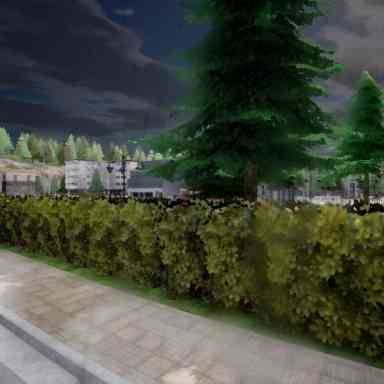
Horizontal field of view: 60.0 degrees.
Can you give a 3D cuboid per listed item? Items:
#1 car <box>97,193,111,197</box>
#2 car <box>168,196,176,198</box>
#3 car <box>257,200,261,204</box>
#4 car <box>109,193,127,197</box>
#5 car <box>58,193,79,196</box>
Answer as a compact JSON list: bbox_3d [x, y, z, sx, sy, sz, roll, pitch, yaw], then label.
[{"bbox_3d":[-16.705,1.097,68.962,1.932,1.855,4.605,0,0,43],"label":"car"},{"bbox_3d":[-3.312,1.374,56.078,1.845,1.501,3.633,0,0,43],"label":"car"},{"bbox_3d":[9.633,1.352,44.218,2.097,1.767,4.553,0,0,43],"label":"car"},{"bbox_3d":[-10.580,1.384,52.743,1.970,1.475,3.806,0,0,43],"label":"car"},{"bbox_3d":[-28.384,1.154,79.464,2.152,1.636,5.027,0,0,43],"label":"car"}]
